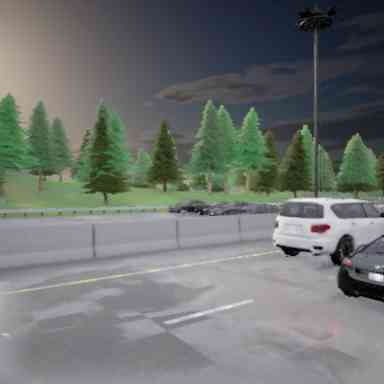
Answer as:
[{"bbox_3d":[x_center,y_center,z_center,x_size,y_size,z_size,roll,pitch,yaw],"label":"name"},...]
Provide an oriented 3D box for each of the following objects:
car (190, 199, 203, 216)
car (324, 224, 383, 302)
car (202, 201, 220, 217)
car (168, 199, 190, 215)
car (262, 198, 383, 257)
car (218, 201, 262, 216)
[{"bbox_3d":[2.792,1.567,31.778,5.357,1.411,2.033,0,0,-35],"label":"car"},{"bbox_3d":[5.116,1.572,7.397,4.181,1.385,1.994,0,0,-36],"label":"car"},{"bbox_3d":[3.580,1.523,28.036,4.892,1.490,1.837,0,0,-35],"label":"car"},{"bbox_3d":[-0.186,1.523,33.946,4.892,1.490,1.837,0,0,-35],"label":"car"},{"bbox_3d":[5.296,1.232,11.824,5.566,2.045,2.150,0,0,-36],"label":"car"},{"bbox_3d":[4.799,1.564,24.613,5.357,1.411,2.033,0,0,-35],"label":"car"}]
